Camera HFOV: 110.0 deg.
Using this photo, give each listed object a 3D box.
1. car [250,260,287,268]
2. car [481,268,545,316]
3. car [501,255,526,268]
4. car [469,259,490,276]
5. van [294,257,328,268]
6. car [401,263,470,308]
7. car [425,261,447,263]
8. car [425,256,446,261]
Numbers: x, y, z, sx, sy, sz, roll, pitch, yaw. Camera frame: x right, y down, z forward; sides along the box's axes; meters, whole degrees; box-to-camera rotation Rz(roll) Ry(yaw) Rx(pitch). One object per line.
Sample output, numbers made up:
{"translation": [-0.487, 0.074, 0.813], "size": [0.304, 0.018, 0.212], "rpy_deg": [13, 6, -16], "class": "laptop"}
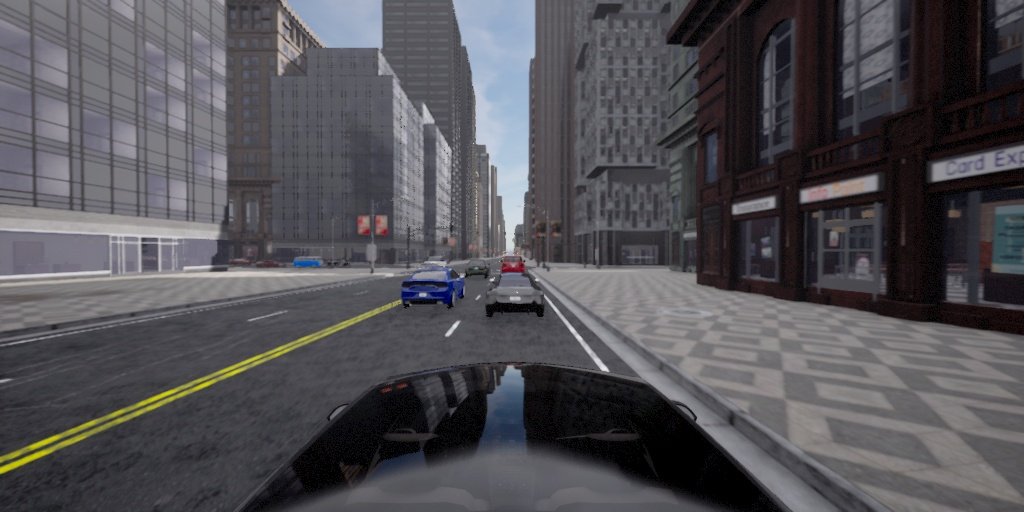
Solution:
{"translation": [-36.186, 1.215, 53.885], "size": [4.207, 1.307, 1.802], "rpy_deg": [0, 0, 0], "class": "car"}
{"translation": [0.100, 1.308, 13.318], "size": [1.994, 1.385, 4.181], "rpy_deg": [0, 0, 0], "class": "car"}
{"translation": [0.108, 0.953, 33.589], "size": [2.150, 2.045, 5.566], "rpy_deg": [0, 0, 0], "class": "car"}
{"translation": [-3.143, 1.085, 33.522], "size": [2.097, 1.767, 4.553], "rpy_deg": [0, 0, 0], "class": "car"}
{"translation": [-30.537, 1.003, 53.879], "size": [3.998, 1.789, 1.690], "rpy_deg": [0, 0, 0], "class": "van"}
{"translation": [-3.148, 1.220, 15.155], "size": [1.882, 1.535, 5.008], "rpy_deg": [0, 0, 0], "class": "car"}
{"translation": [-6.589, 1.299, 28.548], "size": [1.994, 1.385, 4.181], "rpy_deg": [0, 0, 0], "class": "car"}
{"translation": [-9.739, 1.057, 45.824], "size": [2.150, 2.045, 5.566], "rpy_deg": [0, 0, 0], "class": "car"}
